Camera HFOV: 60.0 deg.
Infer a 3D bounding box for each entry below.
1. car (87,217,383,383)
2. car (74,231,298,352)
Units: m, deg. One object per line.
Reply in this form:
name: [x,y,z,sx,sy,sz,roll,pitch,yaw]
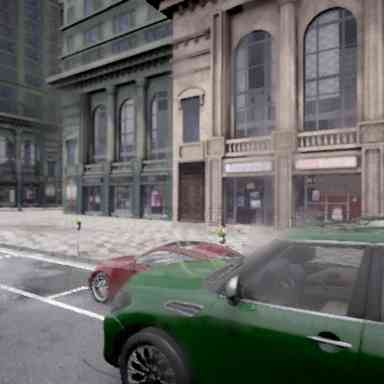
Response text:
car: [1.633,1.267,3.142,5.566,2.045,2.150,0,-1,34]
car: [-0.265,1.642,6.684,4.206,1.307,1.802,0,-1,34]
